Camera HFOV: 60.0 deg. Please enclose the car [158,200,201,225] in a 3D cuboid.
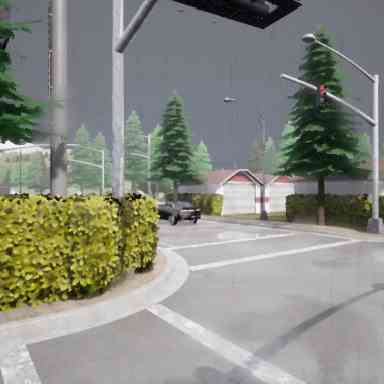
[{"bbox_3d":[-1.361,1.320,22.494,2.128,1.511,4.902,0,1,-36],"label":"car"}]
